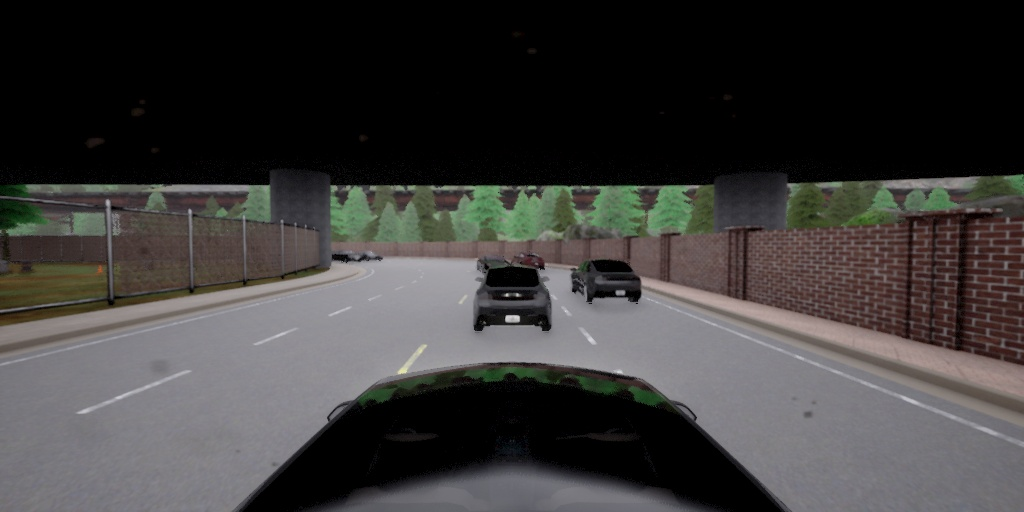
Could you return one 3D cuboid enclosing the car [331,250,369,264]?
[{"bbox_3d":[-19.152,0.043,41.212,4.902,1.511,2.128,1,2,35],"label":"car"}]

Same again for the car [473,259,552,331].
[{"bbox_3d":[0.008,1.001,9.922,1.837,1.490,4.892,0,2,0],"label":"car"}]

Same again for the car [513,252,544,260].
[{"bbox_3d":[1.235,0.403,29.974,1.812,1.442,4.674,0,2,-17],"label":"car"}]

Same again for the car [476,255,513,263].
[{"bbox_3d":[-1.585,0.562,27.372,1.895,1.301,4.718,0,2,-14],"label":"car"}]

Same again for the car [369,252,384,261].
[{"bbox_3d":[-17.891,0.012,44.514,4.181,1.385,1.994,1,2,33],"label":"car"}]

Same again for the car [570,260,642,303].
[{"bbox_3d":[3.476,0.873,13.984,1.837,1.490,4.892,0,2,-1],"label":"car"}]
